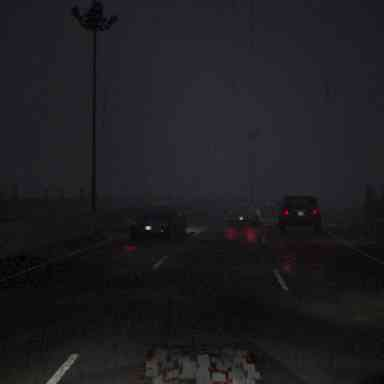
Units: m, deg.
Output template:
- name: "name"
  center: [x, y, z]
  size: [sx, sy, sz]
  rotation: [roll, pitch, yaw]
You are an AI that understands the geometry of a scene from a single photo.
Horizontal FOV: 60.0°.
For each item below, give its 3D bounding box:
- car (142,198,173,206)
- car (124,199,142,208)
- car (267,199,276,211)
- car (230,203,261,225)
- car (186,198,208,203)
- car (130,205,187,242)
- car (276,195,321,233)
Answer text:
- name: "car"
  center: [-4.085, 1.547, 42.706]
  size: [1.812, 1.442, 4.674]
  rotation: [0, 0, 26]
- name: "car"
  center: [-7.215, 1.591, 44.199]
  size: [1.994, 1.385, 4.181]
  rotation: [0, 0, 26]
- name: "car"
  center: [10.607, 1.550, 40.501]
  size: [2.033, 1.411, 5.357]
  rotation: [0, 0, 28]
- name: "car"
  center: [3.884, 1.517, 24.046]
  size: [1.812, 1.442, 4.674]
  rotation: [0, 0, 16]
- name: "car"
  center: [0.776, 1.528, 44.630]
  size: [1.837, 1.490, 4.892]
  rotation: [0, 0, 28]
- name: "car"
  center: [-1.543, 1.554, 16.573]
  size: [1.994, 1.385, 4.181]
  rotation: [0, 0, 11]
- name: "car"
  center: [6.276, 1.215, 19.762]
  size: [2.150, 2.045, 5.566]
  rotation: [0, 0, 14]
